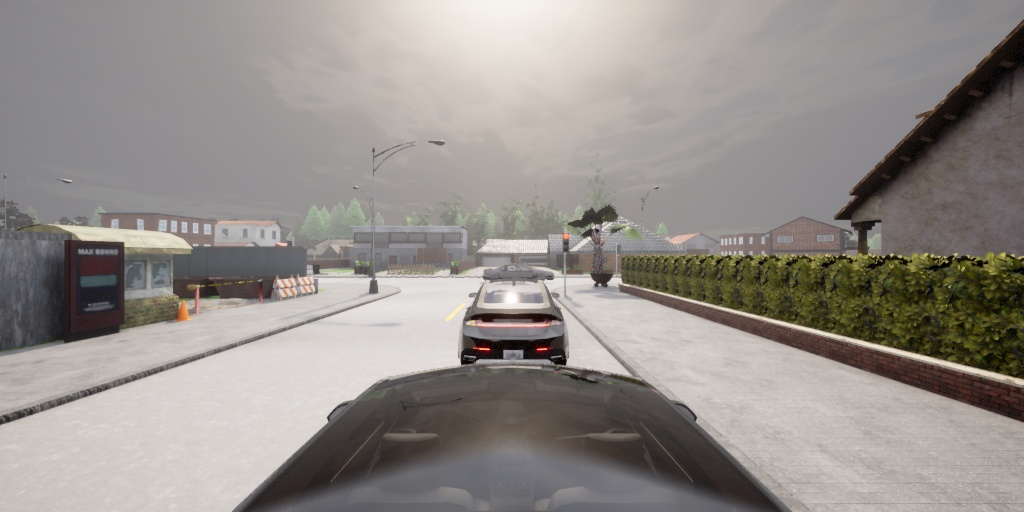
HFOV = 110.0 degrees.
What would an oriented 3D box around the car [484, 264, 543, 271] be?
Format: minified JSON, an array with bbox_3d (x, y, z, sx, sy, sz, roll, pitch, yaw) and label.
[{"bbox_3d":[0.469,1.297,26.771,5.357,1.411,2.033,0,0,0],"label":"car"}]

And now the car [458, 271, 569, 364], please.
[{"bbox_3d":[0.042,1.242,7.724,2.128,1.511,4.902,0,0,1],"label":"car"}]

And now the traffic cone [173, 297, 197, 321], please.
[{"bbox_3d":[-9.672,1.598,10.550,0.344,0.586,0.344,0,0,0],"label":"traffic cone"}]

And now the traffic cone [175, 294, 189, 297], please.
[{"bbox_3d":[-10.392,1.568,11.070,0.344,0.586,0.344,0,0,0],"label":"traffic cone"}]
